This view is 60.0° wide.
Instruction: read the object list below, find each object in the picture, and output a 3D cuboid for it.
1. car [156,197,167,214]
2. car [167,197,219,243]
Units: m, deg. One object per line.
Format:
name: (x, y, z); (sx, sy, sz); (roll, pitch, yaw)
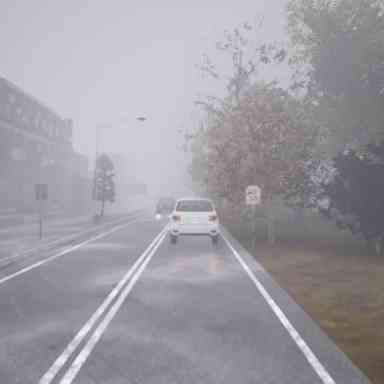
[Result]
car: (-3.253, 1.628, 41.784); (2.150, 2.045, 5.566); (0, -1, 0)
car: (0.114, 1.302, 16.755); (2.150, 2.045, 5.566); (0, 0, 0)
